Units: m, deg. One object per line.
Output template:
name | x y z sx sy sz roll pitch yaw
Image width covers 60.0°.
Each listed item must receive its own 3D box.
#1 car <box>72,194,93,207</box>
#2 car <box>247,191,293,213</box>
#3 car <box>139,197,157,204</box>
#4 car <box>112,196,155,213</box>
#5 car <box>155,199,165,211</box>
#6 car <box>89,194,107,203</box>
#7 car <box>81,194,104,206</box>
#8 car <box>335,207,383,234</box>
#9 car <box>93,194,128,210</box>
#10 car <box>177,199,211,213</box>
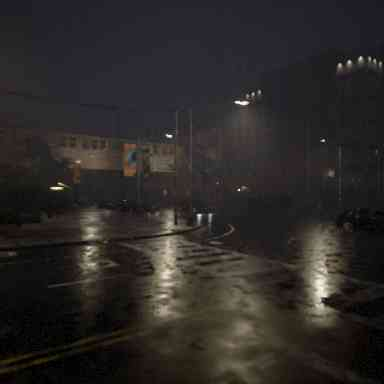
car | -16.489 1.545 50.664 2.231 1.521 4.892 0 0 -25
car | 8.493 1.320 36.270 4.892 1.837 1.490 -9 25 23
car | -9.241 1.727 69.464 1.895 1.301 4.718 0 0 -35
car | -6.526 1.544 36.642 2.097 1.535 5.008 0 0 -35
car | -5.819 1.567 40.684 2.128 1.511 4.902 0 0 -35
car | -18.288 1.252 64.725 2.097 1.767 4.553 0 0 -34
car | -17.050 1.300 56.635 2.150 2.045 5.566 0 0 -34
car | 10.202 1.581 17.843 1.837 1.490 4.892 0 -1 -35
car | -10.329 1.418 41.822 2.185 1.767 4.553 0 0 -35
car | 0.163 1.595 38.078 1.837 1.490 4.892 0 0 -35
